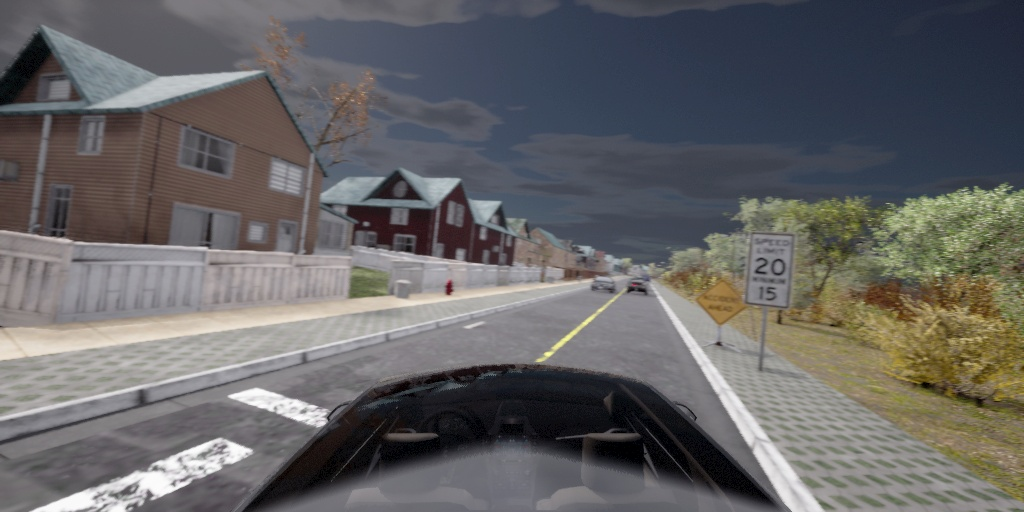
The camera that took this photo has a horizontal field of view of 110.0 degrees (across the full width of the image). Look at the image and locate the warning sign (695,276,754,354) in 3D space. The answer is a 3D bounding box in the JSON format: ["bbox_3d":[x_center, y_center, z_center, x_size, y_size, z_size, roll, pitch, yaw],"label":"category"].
[{"bbox_3d":[5.598,1.539,9.730,1.300,1.860,1.060,0,0,20],"label":"warning sign"}]

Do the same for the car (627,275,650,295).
[{"bbox_3d":[12.462,2.981,35.534,1.837,1.490,4.892,5,-1,21],"label":"car"}]

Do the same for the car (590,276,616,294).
[{"bbox_3d":[8.442,2.564,32.868,1.812,1.442,4.674,5,-1,21],"label":"car"}]
